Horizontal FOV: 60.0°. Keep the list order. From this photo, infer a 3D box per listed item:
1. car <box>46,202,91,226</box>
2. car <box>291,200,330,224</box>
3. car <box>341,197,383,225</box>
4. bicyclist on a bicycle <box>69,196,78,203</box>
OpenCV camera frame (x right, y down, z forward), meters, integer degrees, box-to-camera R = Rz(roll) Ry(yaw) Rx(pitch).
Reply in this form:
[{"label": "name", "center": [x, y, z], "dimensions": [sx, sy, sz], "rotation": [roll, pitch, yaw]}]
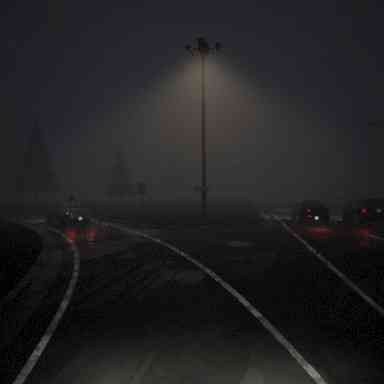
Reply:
[{"label": "car", "center": [-8.447, 1.428, 22.642], "dimensions": [1.812, 1.442, 4.674], "rotation": [0, 0, -39]}, {"label": "car", "center": [7.942, 1.302, 22.576], "dimensions": [1.837, 1.490, 4.892], "rotation": [0, 0, 9]}, {"label": "car", "center": [11.348, 1.133, 21.716], "dimensions": [2.097, 1.767, 4.553], "rotation": [0, 0, 9]}, {"label": "bicyclist on a bicycle", "center": [-11.236, 1.163, 31.246], "dimensions": [0.582, 1.620, 1.656], "rotation": [0, 1, 39]}]
